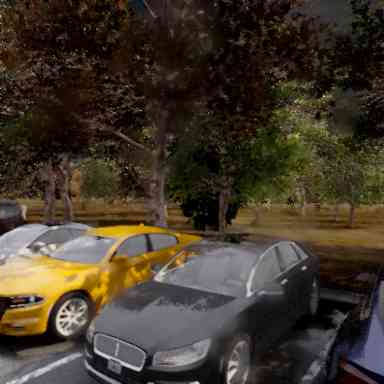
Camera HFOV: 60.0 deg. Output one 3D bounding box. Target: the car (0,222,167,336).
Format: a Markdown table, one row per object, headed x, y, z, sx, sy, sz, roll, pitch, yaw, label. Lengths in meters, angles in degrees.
| x | y | z | sx | sy | sz | roll | pitch | yaw | label |
| --- | --- | --- | --- | --- | --- | --- | --- | --- | --- |
| -1.635 | 1.488 | 6.935 | 2.097 | 1.535 | 5.008 | 0 | 0 | 36 | car |

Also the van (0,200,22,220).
| x | y | z | sx | sy | sz | roll | pitch | yaw | label |
| --- | --- | --- | --- | --- | --- | --- | --- | --- | --- |
| -8.507 | 1.274 | 11.688 | 1.878 | 1.987 | 4.442 | 0 | 0 | 35 | van |

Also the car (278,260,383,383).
| x | y | z | sx | sy | sz | roll | pitch | yaw | label |
| --- | --- | --- | --- | --- | --- | --- | --- | --- | --- |
| 2.911 | 1.509 | 3.720 | 2.163 | 1.488 | 4.792 | 0 | 0 | 36 | car |

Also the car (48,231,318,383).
| x | y | z | sx | sy | sz | roll | pitch | yaw | label |
| --- | --- | --- | --- | --- | --- | --- | --- | --- | --- |
| 0.633 | 1.485 | 5.318 | 2.231 | 1.521 | 4.892 | 0 | 0 | 35 | car |

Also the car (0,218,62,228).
| x | y | z | sx | sy | sz | roll | pitch | yaw | label |
| --- | --- | --- | --- | --- | --- | --- | --- | --- | --- |
| -3.904 | 1.533 | 8.550 | 2.002 | 1.452 | 4.674 | 0 | 0 | 36 | car |
